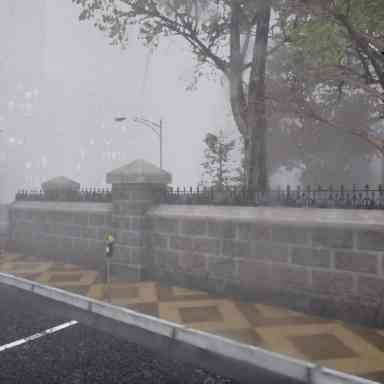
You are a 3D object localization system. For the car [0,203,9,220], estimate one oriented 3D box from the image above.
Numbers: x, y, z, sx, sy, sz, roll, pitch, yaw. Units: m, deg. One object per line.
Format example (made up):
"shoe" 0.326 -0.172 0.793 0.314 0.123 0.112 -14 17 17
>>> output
"car" -16.401 1.694 27.438 1.837 1.490 4.892 0 -1 35
